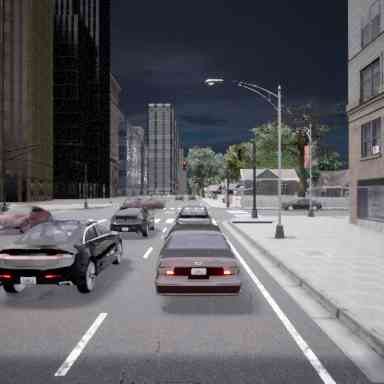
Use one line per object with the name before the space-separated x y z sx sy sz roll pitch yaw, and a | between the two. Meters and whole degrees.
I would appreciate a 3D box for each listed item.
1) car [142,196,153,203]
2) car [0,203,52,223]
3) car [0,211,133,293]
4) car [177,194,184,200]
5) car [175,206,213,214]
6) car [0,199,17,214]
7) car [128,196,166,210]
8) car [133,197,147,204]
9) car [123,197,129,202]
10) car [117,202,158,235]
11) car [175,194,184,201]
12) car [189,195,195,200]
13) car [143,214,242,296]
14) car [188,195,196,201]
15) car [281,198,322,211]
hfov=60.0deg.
car | -9.723 1.518 73.212 1.812 1.442 4.674 0 0 0
car | -9.706 1.525 19.228 1.812 1.442 4.674 0 0 1
car | -3.148 1.492 8.839 2.128 1.511 4.902 0 0 0
car | -3.215 1.312 93.941 1.882 1.535 5.008 0 0 0
car | 0.105 1.491 17.821 2.128 1.511 4.902 0 0 0
car | -20.863 1.477 33.925 4.902 1.511 2.128 0 -1 -3
car | -5.195 1.541 40.753 1.812 1.442 4.674 1 0 35
car | -9.769 1.596 63.100 1.895 1.301 4.718 0 0 1
car | -9.806 1.487 53.781 2.128 1.511 4.902 0 0 1
car | -3.143 1.504 18.099 1.837 1.490 4.892 0 0 0
car | -3.219 1.343 83.906 2.097 1.767 4.553 0 0 0
car | 0.035 1.527 94.348 1.812 1.442 4.674 0 0 0
car | 0.094 1.545 8.768 2.033 1.411 5.357 0 0 -1
car | 0.032 1.496 84.112 1.837 1.490 4.892 0 0 0
car | 13.298 1.555 40.720 4.892 1.490 1.837 0 -1 0
